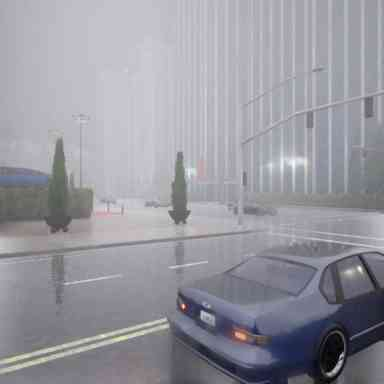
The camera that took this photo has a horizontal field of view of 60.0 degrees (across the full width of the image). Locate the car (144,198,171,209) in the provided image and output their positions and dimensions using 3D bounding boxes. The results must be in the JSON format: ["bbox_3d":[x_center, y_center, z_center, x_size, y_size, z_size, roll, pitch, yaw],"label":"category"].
[{"bbox_3d":[-4.885,1.525,45.606,1.812,1.442,4.674,0,0,-36],"label":"car"}]

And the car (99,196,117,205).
[{"bbox_3d":[-15.259,1.542,60.069,1.837,1.490,4.892,0,0,-36],"label":"car"}]

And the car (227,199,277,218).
[{"bbox_3d":[5.740,1.526,30.863,1.812,1.442,4.674,0,0,-35],"label":"car"}]

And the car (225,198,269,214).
[{"bbox_3d":[5.919,1.504,36.634,1.837,1.490,4.892,0,0,-36],"label":"car"}]

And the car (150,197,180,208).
[{"bbox_3d":[-4.200,1.546,50.611,2.033,1.411,5.357,0,0,-36],"label":"car"}]

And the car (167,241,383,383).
[{"bbox_3d":[2.243,1.547,5.402,5.357,1.411,2.033,0,0,-35],"label":"car"}]
